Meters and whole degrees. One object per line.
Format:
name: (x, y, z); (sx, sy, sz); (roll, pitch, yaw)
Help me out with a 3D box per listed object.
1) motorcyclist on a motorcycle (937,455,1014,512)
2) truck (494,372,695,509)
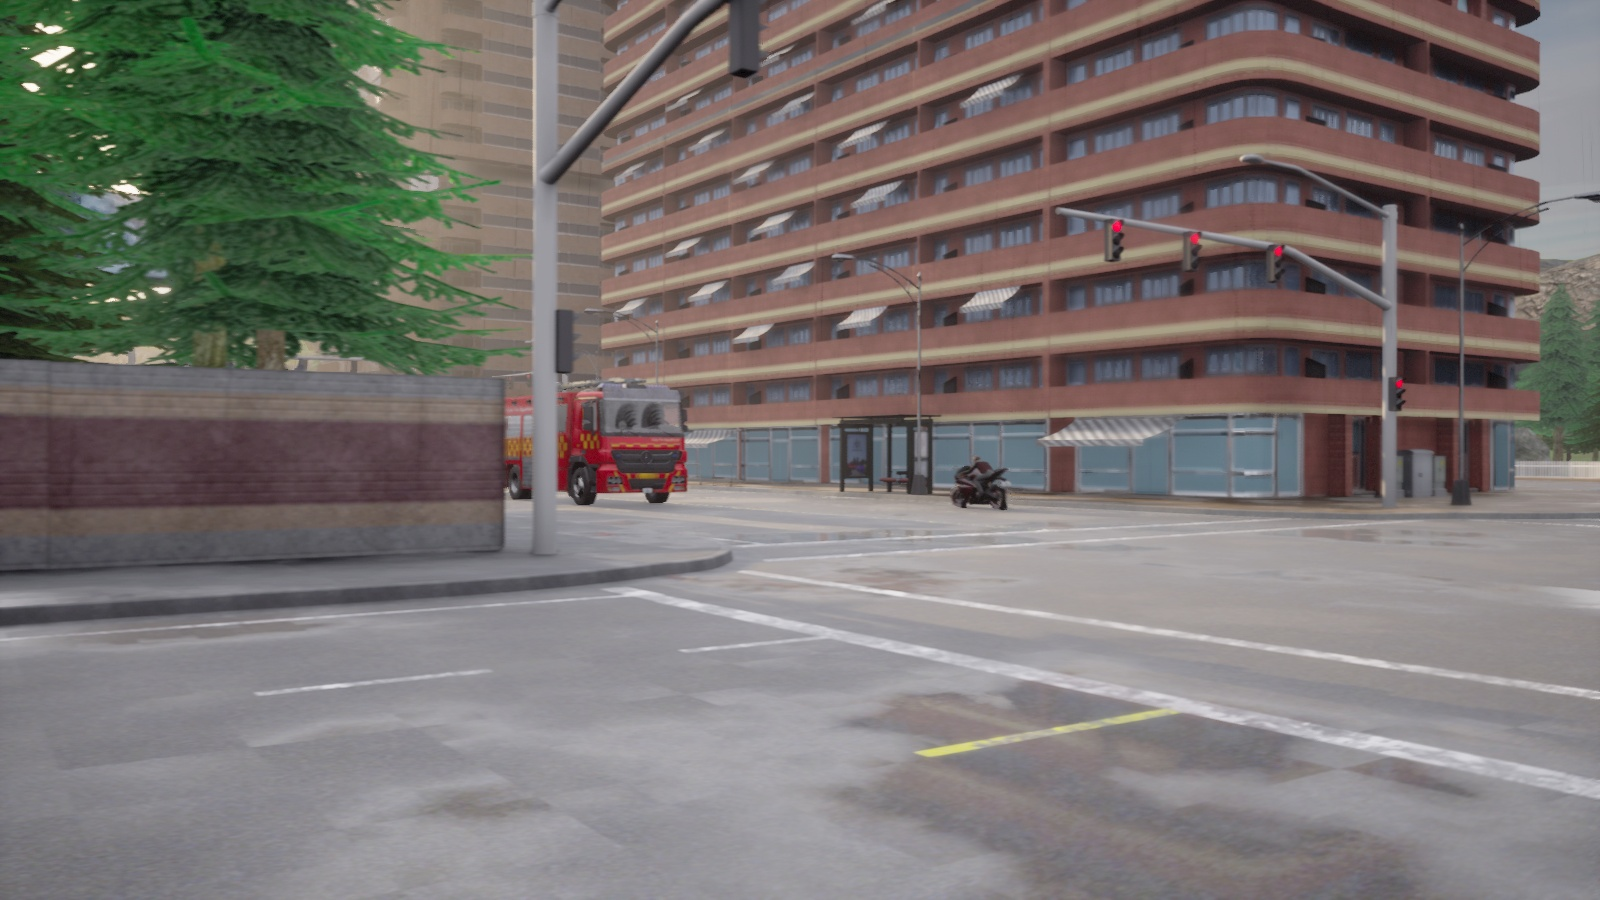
motorcyclist on a motorcycle: (4.855, 0.911, 34.834); (0.866, 1.530, 2.191); (0, 0, -34)
truck: (-6.636, -0.254, 39.223); (2.891, 3.827, 8.468); (0, 0, -34)
